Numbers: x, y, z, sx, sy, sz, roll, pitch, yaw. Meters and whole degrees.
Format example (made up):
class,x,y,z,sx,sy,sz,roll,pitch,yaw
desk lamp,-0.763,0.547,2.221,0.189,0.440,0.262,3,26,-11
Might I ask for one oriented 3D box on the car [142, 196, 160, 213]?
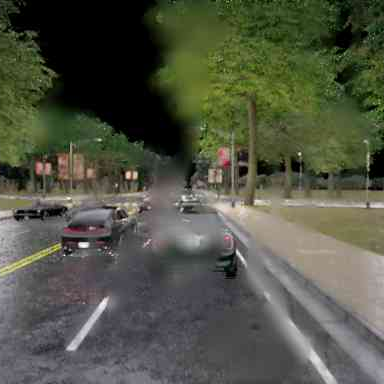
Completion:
class,x,y,z,sx,sy,sz,roll,pitch,yaw
car,-3.387,1.028,28.517,1.812,1.442,4.674,0,1,0

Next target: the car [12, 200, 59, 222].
class,x,y,z,sx,sy,sz,roll,pitch,yaw
car,-10.029,1.213,22.343,1.895,1.301,4.718,0,1,0

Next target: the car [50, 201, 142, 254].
class,x,y,z,sx,sy,sz,roll,pitch,yaw
car,-3.252,1.285,12.359,1.837,1.490,4.892,0,1,0

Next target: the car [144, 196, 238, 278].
class,x,y,z,sx,sy,sz,roll,pitch,yaw
car,0.019,1.175,9.737,2.097,1.767,4.553,0,1,0

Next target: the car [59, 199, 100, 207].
class,x,y,z,sx,sy,sz,roll,pitch,yaw
car,-6.774,1.182,21.889,1.994,1.385,4.181,0,1,0
